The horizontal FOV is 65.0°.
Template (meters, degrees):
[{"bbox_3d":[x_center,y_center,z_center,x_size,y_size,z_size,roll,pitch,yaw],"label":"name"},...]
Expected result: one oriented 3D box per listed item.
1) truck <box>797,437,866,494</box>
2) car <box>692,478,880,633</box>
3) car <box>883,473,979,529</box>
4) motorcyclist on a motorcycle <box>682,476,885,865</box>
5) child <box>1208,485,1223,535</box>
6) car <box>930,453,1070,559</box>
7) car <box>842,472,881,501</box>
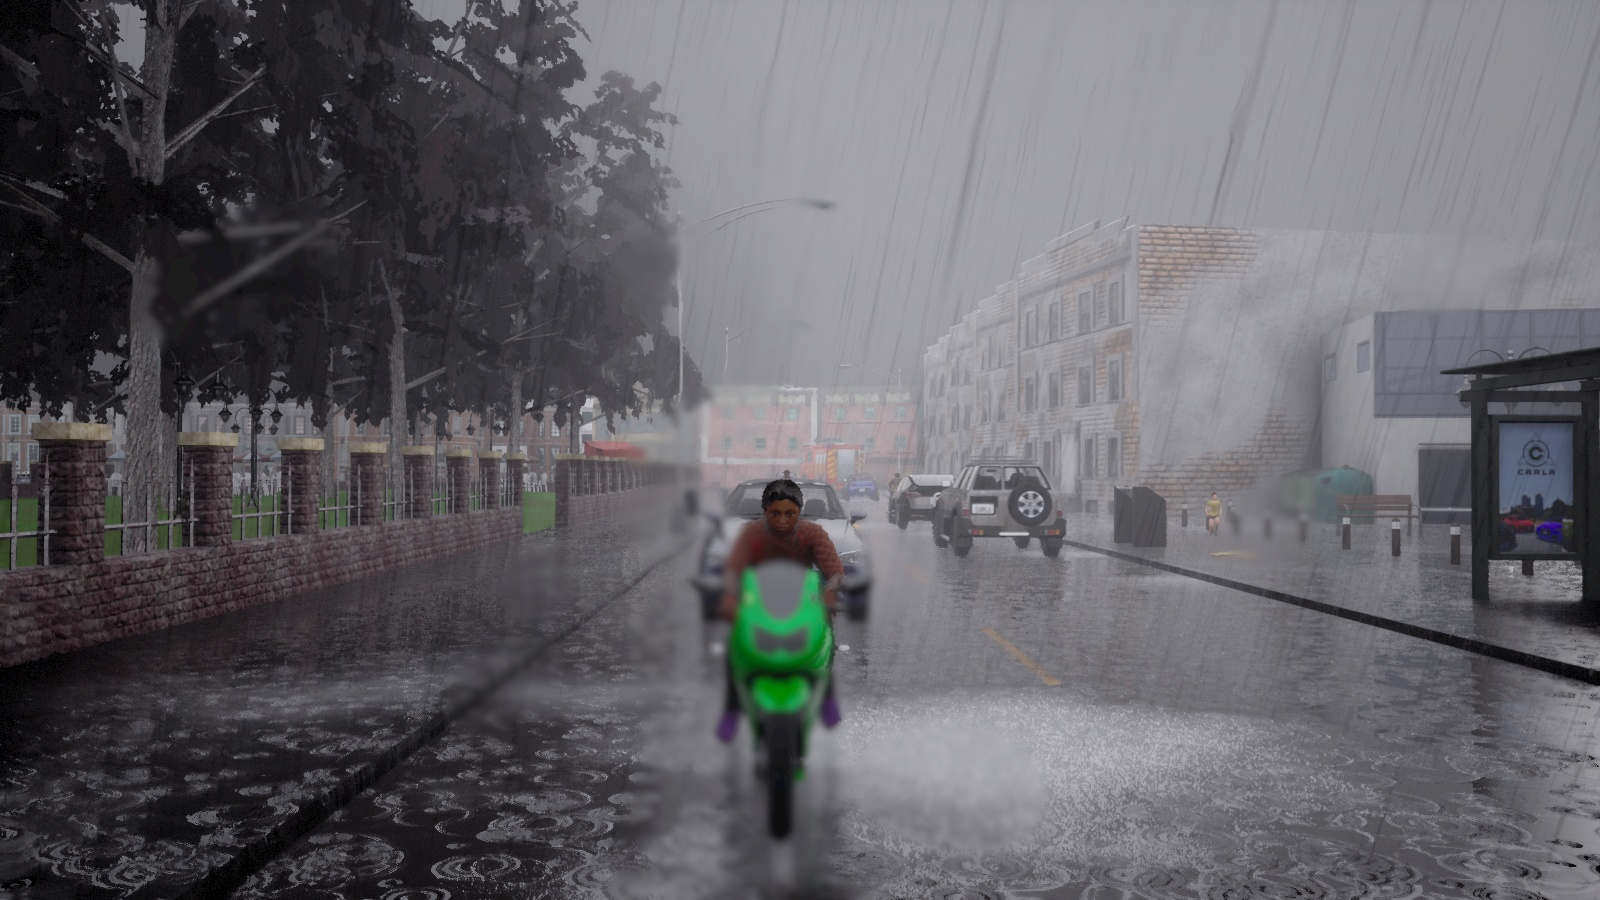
[{"bbox_3d":[2.132,1.124,88.435,2.891,3.827,8.468,0,-1,-13],"label":"truck"},{"bbox_3d":[-0.158,1.068,14.273,1.816,1.474,4.193,0,-1,-1],"label":"car"},{"bbox_3d":[3.633,1.398,35.714,2.163,1.488,4.792,0,-1,-1],"label":"car"},{"bbox_3d":[-0.078,0.899,5.974,0.797,1.523,2.044,0,-2,-1],"label":"motorcyclist on a motorcycle"},{"bbox_3d":[9.290,1.338,28.094,0.255,1.110,0.394,0,-1,10],"label":"child"},{"bbox_3d":[3.743,1.024,24.315,1.932,1.855,4.605,0,-1,-1],"label":"car"},{"bbox_3d":[3.281,1.949,67.710,1.816,1.474,4.193,0,-1,-1],"label":"car"}]
